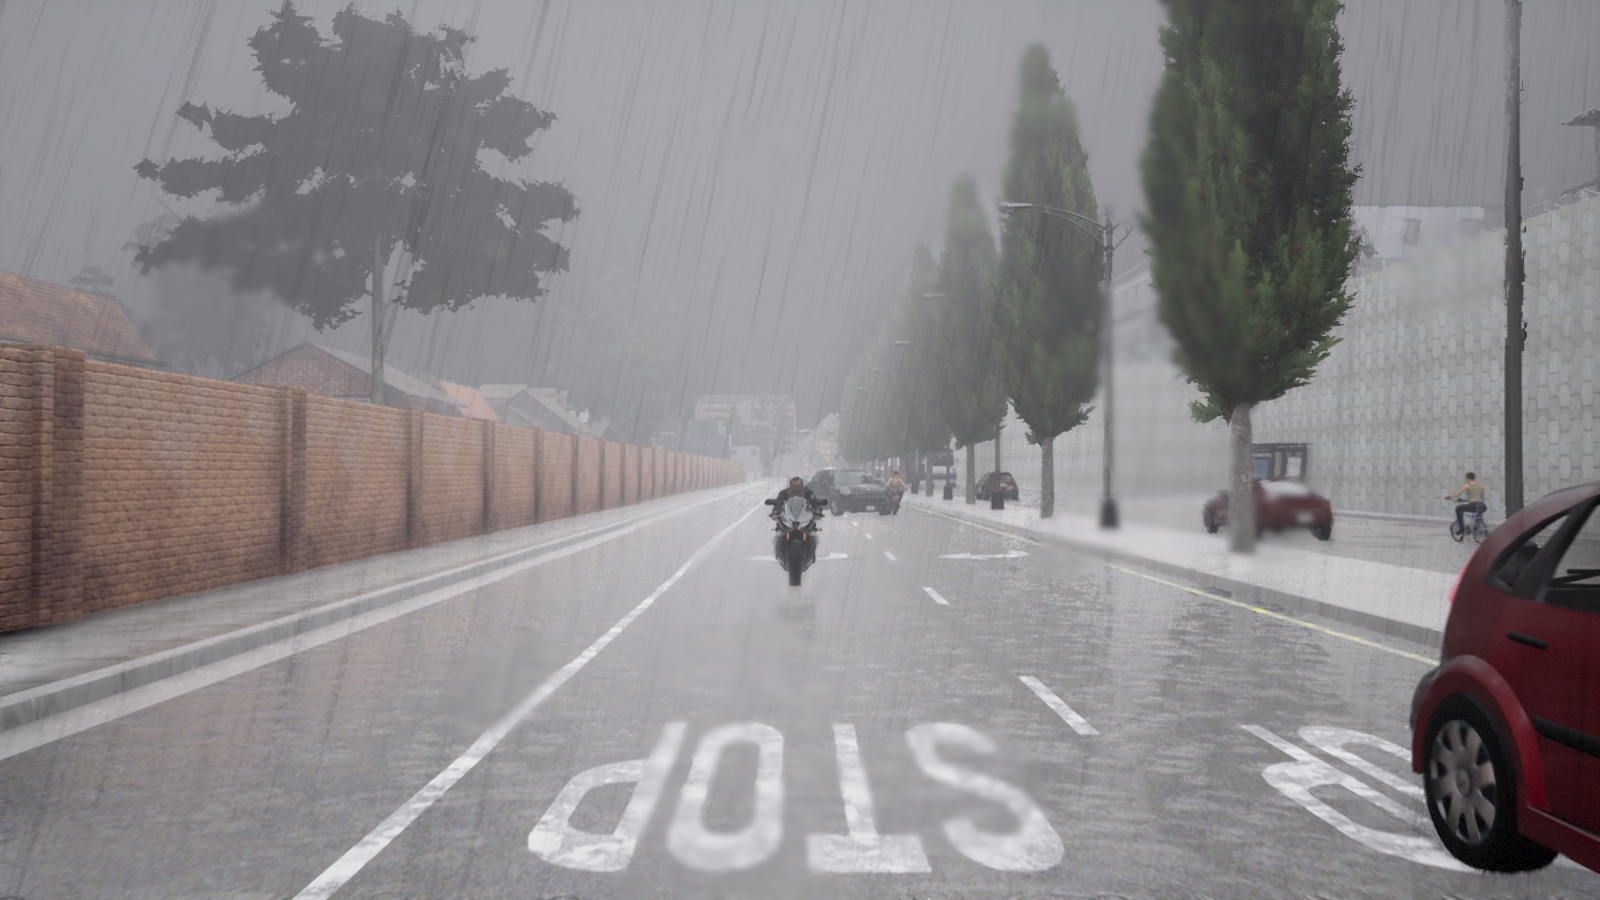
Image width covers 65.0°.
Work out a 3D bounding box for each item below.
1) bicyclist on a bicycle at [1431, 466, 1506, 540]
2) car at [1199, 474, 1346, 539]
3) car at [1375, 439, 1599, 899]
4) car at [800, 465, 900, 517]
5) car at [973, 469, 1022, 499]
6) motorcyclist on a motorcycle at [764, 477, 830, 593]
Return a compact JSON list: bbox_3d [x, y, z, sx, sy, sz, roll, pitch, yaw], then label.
[{"bbox_3d":[14.925,1.172,28.075,0.866,1.612,1.509,0,-1,0],"label":"bicyclist on a bicycle"},{"bbox_3d":[11.424,1.321,30.742,1.812,1.442,4.674,0,-1,0],"label":"car"},{"bbox_3d":[3.490,0.761,3.582,1.851,1.617,3.988,0,-1,0],"label":"car"},{"bbox_3d":[1.745,1.447,45.616,2.097,1.767,4.553,0,-1,-19],"label":"car"},{"bbox_3d":[11.320,1.931,72.350,2.033,1.649,4.856,0,-1,0],"label":"car"},{"bbox_3d":[-0.044,1.154,17.769,0.866,1.530,2.191,0,-1,0],"label":"motorcyclist on a motorcycle"}]
